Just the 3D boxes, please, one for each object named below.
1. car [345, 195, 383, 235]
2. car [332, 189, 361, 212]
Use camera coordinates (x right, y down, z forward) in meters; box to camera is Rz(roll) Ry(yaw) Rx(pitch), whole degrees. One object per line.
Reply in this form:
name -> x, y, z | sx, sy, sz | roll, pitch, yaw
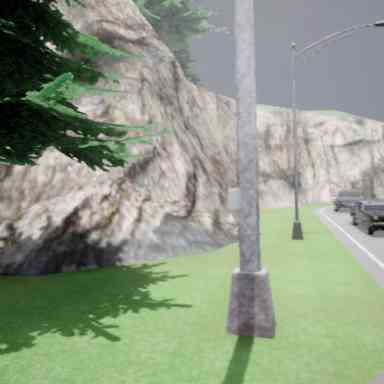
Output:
car -> 8.233, 1.001, 14.483 | 1.895, 1.301, 4.718 | -1, 1, 16
car -> 11.387, 0.581, 24.070 | 1.837, 1.490, 4.892 | -1, 2, 28
